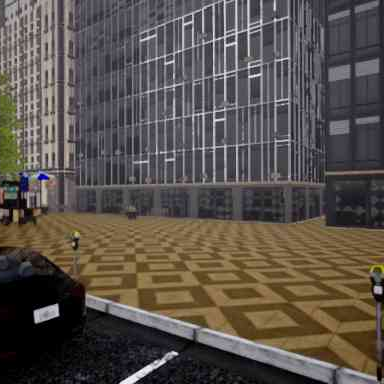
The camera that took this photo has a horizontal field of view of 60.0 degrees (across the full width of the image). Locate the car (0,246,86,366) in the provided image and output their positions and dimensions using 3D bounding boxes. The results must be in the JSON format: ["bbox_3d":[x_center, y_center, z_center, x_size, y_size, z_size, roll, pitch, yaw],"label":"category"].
[{"bbox_3d":[-3.518,1.564,5.398,4.313,1.339,1.947,0,0,36],"label":"car"}]
